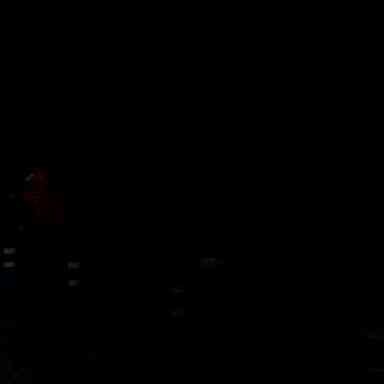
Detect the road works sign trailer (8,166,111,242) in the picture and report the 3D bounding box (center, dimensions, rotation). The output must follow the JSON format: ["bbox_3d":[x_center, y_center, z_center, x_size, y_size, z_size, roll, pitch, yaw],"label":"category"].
[{"bbox_3d":[-4.908,0.813,12.149,3.560,2.880,2.380,3,-41,36],"label":"road works sign trailer"}]
